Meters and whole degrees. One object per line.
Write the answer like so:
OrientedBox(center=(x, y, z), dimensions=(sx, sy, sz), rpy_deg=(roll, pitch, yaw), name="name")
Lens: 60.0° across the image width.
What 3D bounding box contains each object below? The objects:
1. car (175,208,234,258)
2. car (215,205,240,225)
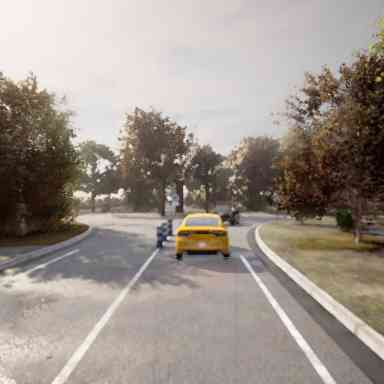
OrientedBox(center=(0.457, 1.598, 13.281), dimensions=(1.882, 1.535, 5.008), rpy_deg=(0, -1, 3), name="car")
OrientedBox(center=(3.018, 1.937, 29.709), dimensions=(2.097, 1.767, 4.553), rpy_deg=(-1, -2, 16), name="car")
